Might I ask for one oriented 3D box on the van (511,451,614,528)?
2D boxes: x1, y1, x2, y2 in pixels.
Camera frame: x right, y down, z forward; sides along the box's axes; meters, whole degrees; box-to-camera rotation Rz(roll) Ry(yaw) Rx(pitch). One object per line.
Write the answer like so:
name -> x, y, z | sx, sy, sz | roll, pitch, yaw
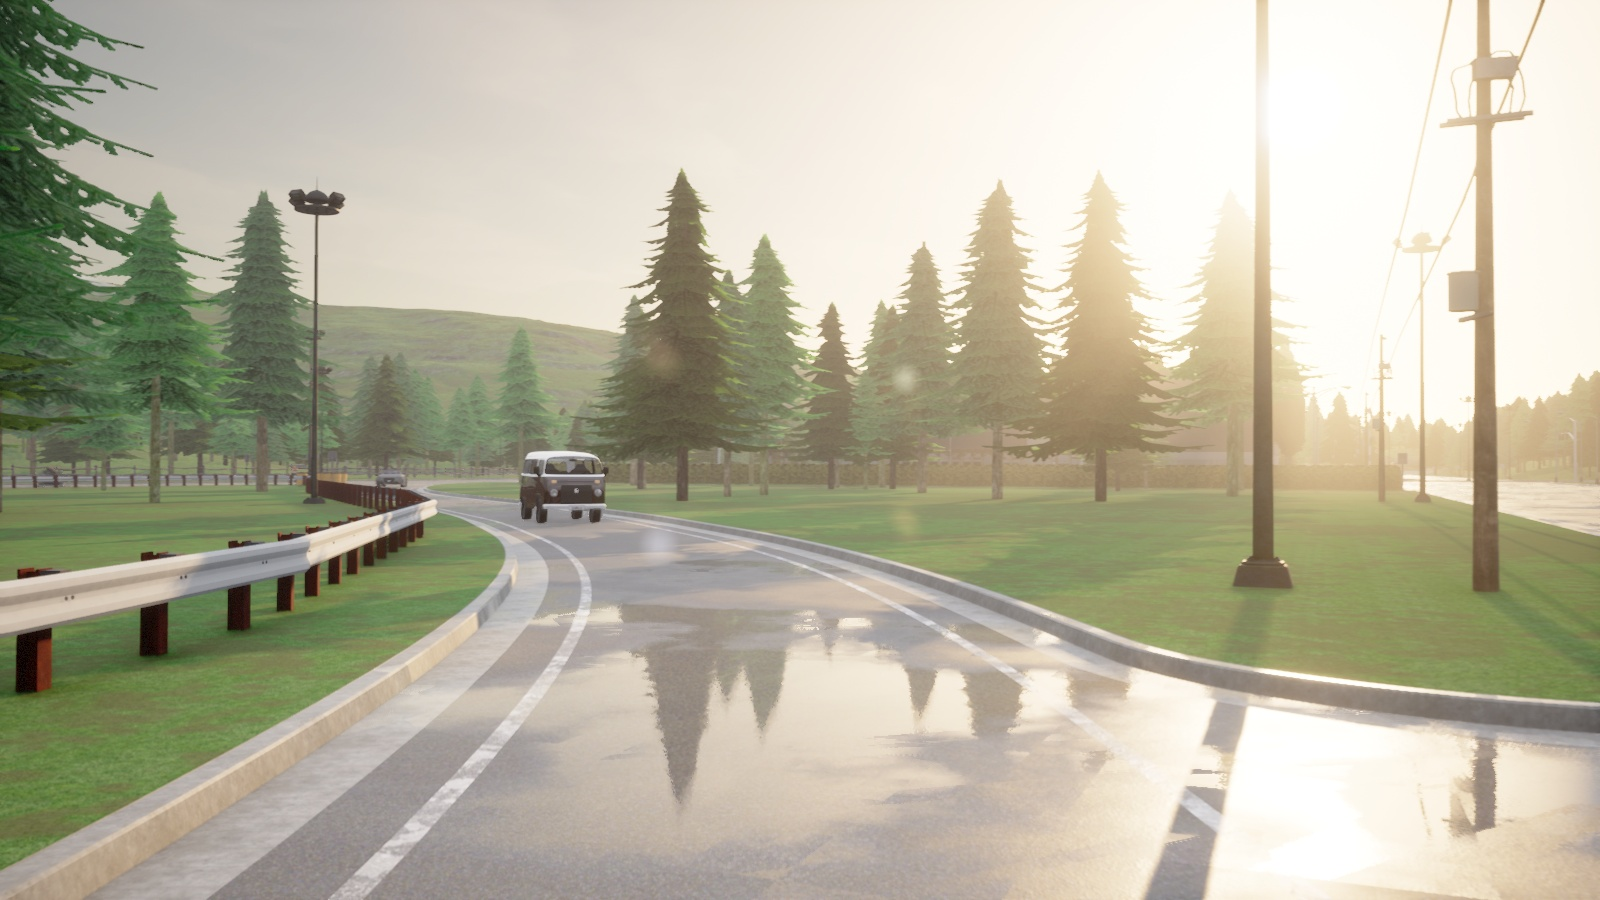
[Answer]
van -> -6.861, 1.089, 35.948 | 2.069, 2.038, 4.480 | 0, -1, -22
